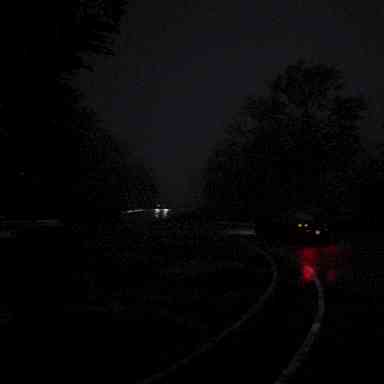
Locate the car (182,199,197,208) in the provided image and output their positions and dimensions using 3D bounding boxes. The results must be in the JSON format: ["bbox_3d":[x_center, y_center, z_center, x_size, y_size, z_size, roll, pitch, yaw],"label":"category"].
[{"bbox_3d":[-0.756,2.401,65.553,1.812,1.442,4.674,-1,-1,8],"label":"car"}]

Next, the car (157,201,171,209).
[{"bbox_3d":[-5.008,2.356,60.661,1.837,1.490,4.892,-1,-1,8],"label":"car"}]

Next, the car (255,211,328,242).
[{"bbox_3d":[5.108,1.715,17.616,1.812,1.442,4.674,0,-1,-19],"label":"car"}]

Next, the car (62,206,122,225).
[{"bbox_3d":[-8.434,1.931,27.969,5.008,1.535,1.882,-1,-1,10],"label":"car"}]

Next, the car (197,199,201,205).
[{"bbox_3d":[0.896,2.361,78.378,1.837,1.490,4.892,-1,-1,7],"label":"car"}]
